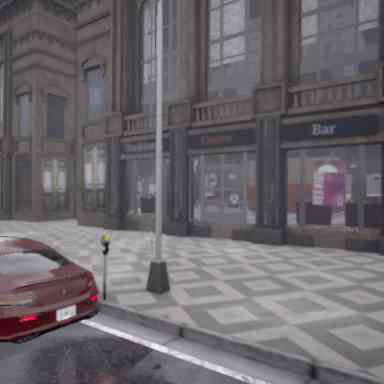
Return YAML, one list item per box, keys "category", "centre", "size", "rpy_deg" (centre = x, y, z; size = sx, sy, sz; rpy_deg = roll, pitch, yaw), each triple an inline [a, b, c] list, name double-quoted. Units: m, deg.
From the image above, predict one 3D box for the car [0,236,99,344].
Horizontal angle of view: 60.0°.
- category: "car"
  centre: [-3.645, 1.547, 6.024]
  size: [4.674, 1.442, 1.812]
  rpy_deg: [0, 0, 35]
